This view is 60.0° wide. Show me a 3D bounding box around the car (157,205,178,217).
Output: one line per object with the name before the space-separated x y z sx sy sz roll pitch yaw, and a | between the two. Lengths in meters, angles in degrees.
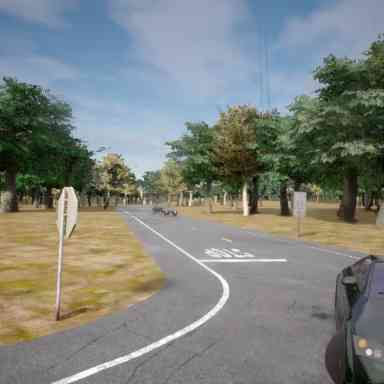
car | -3.411 2.850 48.022 1.895 1.301 4.718 3 -2 -13

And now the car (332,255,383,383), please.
car | 3.094 1.643 4.607 1.994 1.385 4.181 1 -1 22

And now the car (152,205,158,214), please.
car | -5.649 2.961 56.873 1.882 1.535 5.008 3 -2 -14
